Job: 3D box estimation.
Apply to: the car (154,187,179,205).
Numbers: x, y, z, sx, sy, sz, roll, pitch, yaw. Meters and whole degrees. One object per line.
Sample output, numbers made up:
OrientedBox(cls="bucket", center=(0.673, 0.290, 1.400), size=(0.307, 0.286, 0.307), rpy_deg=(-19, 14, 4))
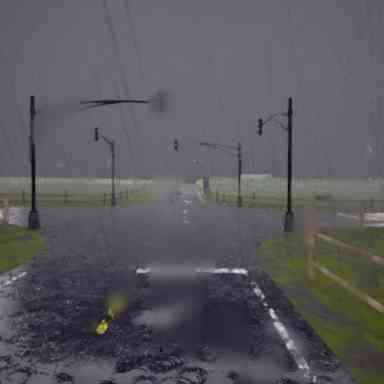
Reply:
OrientedBox(cls="car", center=(-2.846, 0.541, 34.887), size=(2.128, 1.511, 4.902), rpy_deg=(0, 2, 0))

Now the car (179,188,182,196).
OrientedBox(cls="car", center=(-2.804, -0.104, 58.401), size=(2.033, 1.411, 5.357), rpy_deg=(0, 2, 0))
